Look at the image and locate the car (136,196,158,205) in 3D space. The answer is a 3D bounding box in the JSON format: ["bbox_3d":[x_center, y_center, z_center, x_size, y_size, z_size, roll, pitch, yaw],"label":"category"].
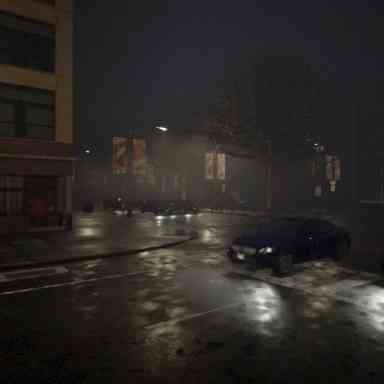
[{"bbox_3d":[-8.189,1.478,59.840,1.882,1.535,5.008,0,0,-36],"label":"car"}]

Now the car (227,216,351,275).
[{"bbox_3d":[3.251,1.526,10.618,4.674,1.442,1.812,0,0,-36],"label":"car"}]

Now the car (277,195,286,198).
[{"bbox_3d":[18.280,1.320,69.211,2.002,1.452,4.674,0,0,-36],"label":"car"}]

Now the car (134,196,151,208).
[{"bbox_3d":[-6.980,1.601,44.366,1.895,1.301,4.718,0,0,-35],"label":"car"}]

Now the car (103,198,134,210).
[{"bbox_3d":[-9.690,1.492,42.140,2.128,1.511,4.902,0,0,-35],"label":"car"}]

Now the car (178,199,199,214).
[{"bbox_3d":[-1.135,1.505,36.211,1.837,1.490,4.892,0,0,-36],"label":"car"}]

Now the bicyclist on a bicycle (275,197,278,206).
[{"bbox_3d":[12.513,1.301,50.585,1.656,1.620,0.582,0,0,-36],"label":"bicyclist on a bicycle"}]

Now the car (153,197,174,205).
[{"bbox_3d":[-5.350,1.564,61.887,1.994,1.385,4.181,0,0,-36],"label":"car"}]

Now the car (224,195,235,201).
[{"bbox_3d":[7.797,1.413,76.685,2.161,1.482,4.786,0,0,-36],"label":"car"}]

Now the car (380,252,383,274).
[{"bbox_3d":[6.941,1.526,8.943,4.674,1.442,1.812,0,0,-35],"label":"car"}]

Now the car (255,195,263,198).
[{"bbox_3d":[17.443,1.463,83.143,1.895,1.301,4.718,0,0,-36],"label":"car"}]

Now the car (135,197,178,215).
[{"bbox_3d":[-3.703,1.526,33.778,1.812,1.442,4.674,0,0,-35],"label":"car"}]
